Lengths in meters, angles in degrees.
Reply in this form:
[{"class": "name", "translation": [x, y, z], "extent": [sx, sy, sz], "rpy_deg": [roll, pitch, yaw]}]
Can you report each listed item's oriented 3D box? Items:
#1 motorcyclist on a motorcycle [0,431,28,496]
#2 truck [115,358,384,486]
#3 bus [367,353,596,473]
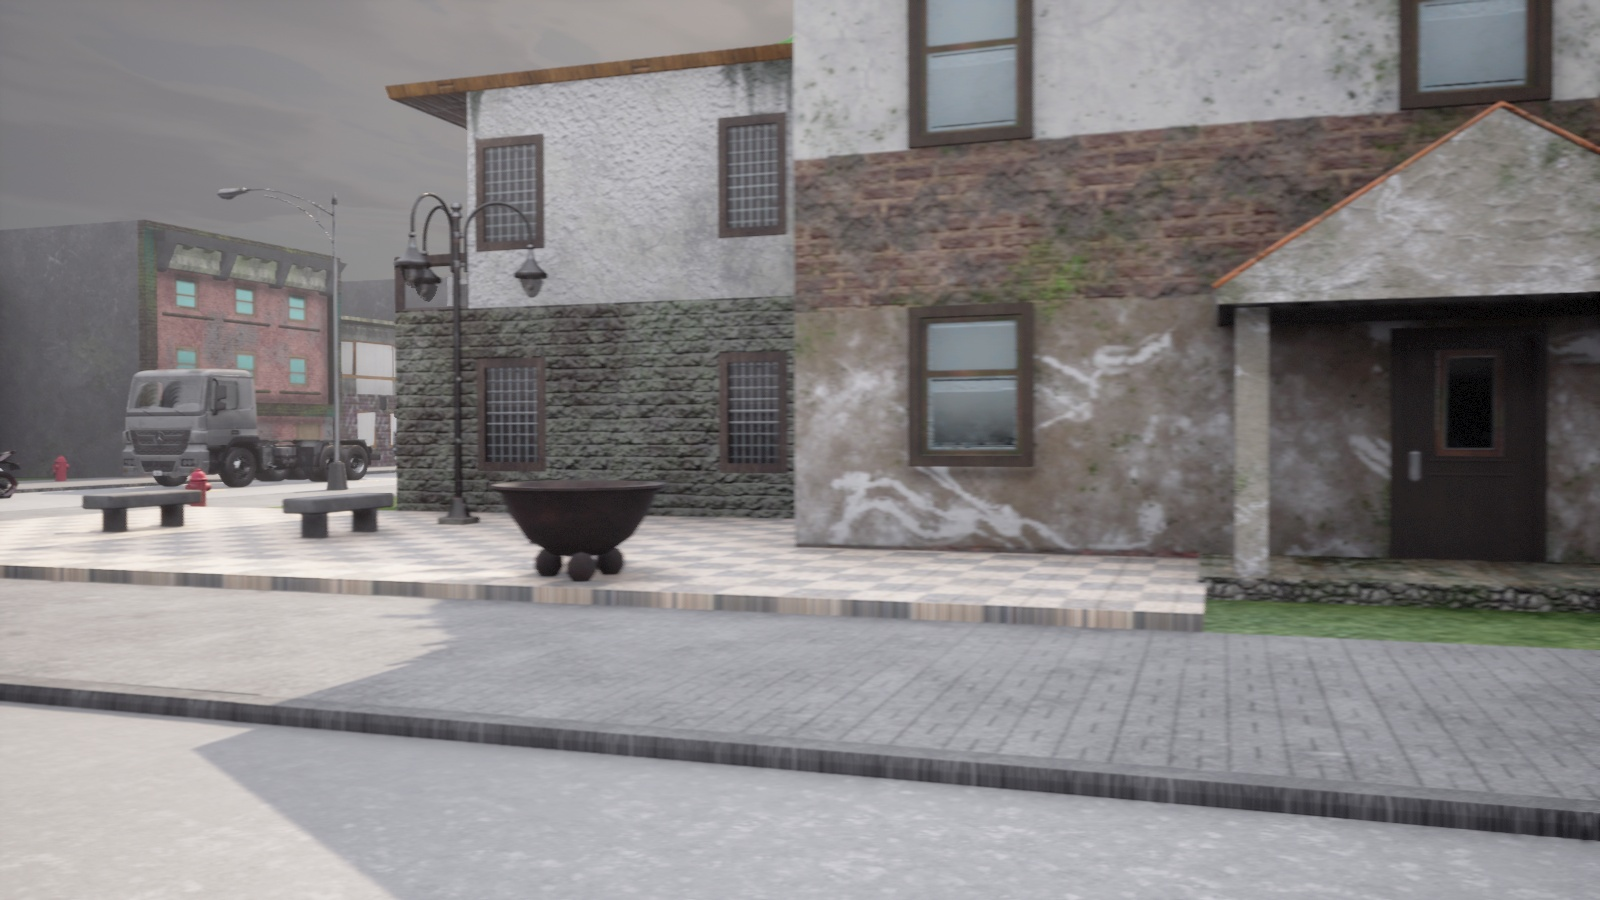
[{"class": "motorcyclist on a motorcycle", "translation": [-19.351, 0.320, 29.319], "extent": [0.866, 1.530, 2.191], "rpy_deg": [1, 1, 18]}, {"class": "truck", "translation": [-16.368, -0.828, 38.163], "extent": [2.891, 3.462, 7.936], "rpy_deg": [1, 1, 19]}, {"class": "bus", "translation": [-12.332, -1.400, 50.171], "extent": [3.944, 4.253, 10.273], "rpy_deg": [1, 1, 19]}]
